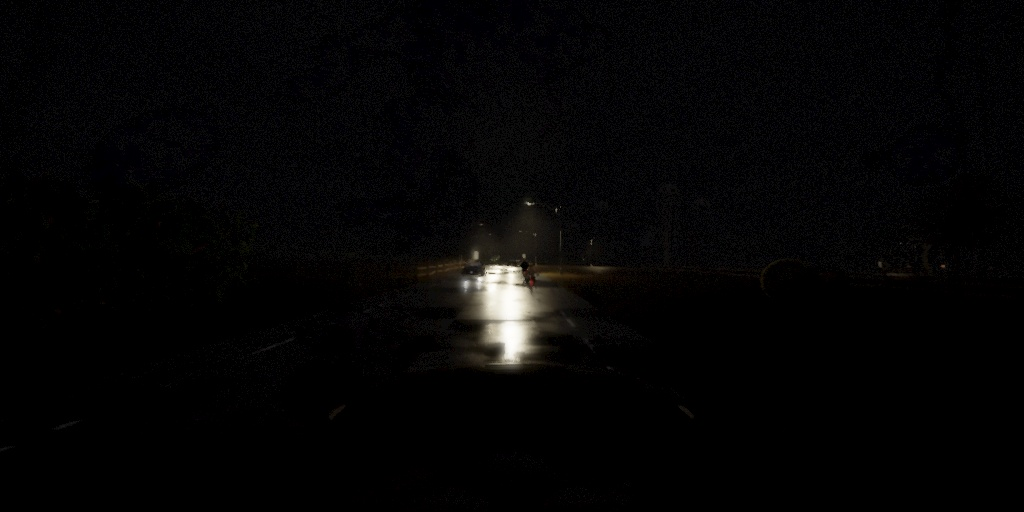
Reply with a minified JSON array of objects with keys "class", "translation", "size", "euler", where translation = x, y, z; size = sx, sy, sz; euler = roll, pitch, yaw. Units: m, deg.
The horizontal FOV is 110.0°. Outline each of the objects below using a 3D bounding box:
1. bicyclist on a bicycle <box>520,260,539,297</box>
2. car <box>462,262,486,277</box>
[{"class":"bicyclist on a bicycle","translation":[0.952,1.163,17.748],"size":[0.866,1.612,1.509],"euler":[0,0,0]},{"class":"car","translation":[-3.605,1.293,34.376],"size":[1.994,1.385,4.181],"euler":[0,0,0]}]
